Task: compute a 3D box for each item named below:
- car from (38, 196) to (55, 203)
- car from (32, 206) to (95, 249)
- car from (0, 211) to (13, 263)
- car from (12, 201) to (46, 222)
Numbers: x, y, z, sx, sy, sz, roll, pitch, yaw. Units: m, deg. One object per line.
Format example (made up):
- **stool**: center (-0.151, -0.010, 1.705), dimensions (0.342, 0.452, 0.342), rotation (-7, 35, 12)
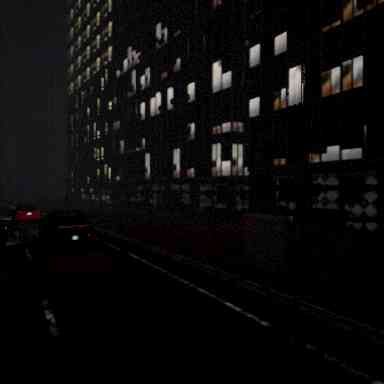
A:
- **car**: center (-32.806, 1.881, 76.563), dimensions (5.009, 1.841, 2.192), rotation (0, 0, -35)
- **car**: center (-5.765, 1.573, 15.066), dimensions (2.128, 1.511, 4.902), rotation (0, 0, -30)
- **car**: center (-7.544, 1.622, 11.643), dimensions (2.033, 1.411, 5.357), rotation (0, 0, -29)
- **car**: center (-14.067, 1.719, 28.181), dimensions (1.994, 1.385, 4.181), rotation (0, 0, -34)
